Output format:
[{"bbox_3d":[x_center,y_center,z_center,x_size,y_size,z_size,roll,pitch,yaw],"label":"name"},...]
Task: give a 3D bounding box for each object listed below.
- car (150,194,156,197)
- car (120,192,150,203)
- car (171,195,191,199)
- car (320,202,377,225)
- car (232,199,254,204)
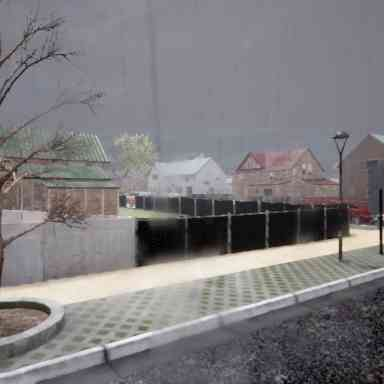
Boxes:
[{"bbox_3d":[-7.089,1.060,53.497,2.033,1.411,5.357,0,1,-35],"label":"car"},{"bbox_3d":[-8.870,0.879,51.018,2.097,1.767,4.553,0,1,-34],"label":"car"},{"bbox_3d":[-1.169,1.179,39.588,1.837,1.490,4.892,0,1,-34],"label":"car"},{"bbox_3d":[10.233,1.410,22.731,1.812,1.442,4.674,0,1,-32],"label":"car"},{"bbox_3d":[4.763,1.332,30.872,2.033,1.411,5.357,0,1,-34],"label":"car"}]
